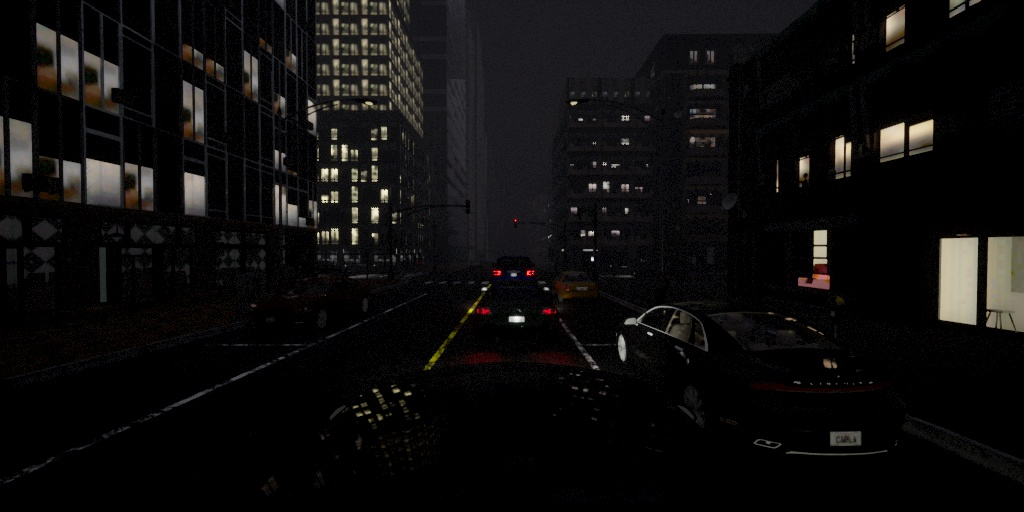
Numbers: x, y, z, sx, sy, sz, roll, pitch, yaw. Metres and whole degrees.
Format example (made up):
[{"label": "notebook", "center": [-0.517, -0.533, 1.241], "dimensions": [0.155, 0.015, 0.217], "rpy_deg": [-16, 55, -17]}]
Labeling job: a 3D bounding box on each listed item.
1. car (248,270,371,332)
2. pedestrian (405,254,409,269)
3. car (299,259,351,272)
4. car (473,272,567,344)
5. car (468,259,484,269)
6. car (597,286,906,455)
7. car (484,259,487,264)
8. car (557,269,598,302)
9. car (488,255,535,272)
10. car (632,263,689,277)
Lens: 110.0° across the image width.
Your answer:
[{"label": "car", "center": [-5.825, 1.292, 10.897], "dimensions": [1.888, 1.381, 4.507], "rpy_deg": [0, 0, 0]}, {"label": "pedestrian", "center": [-12.562, 0.670, 42.954], "dimensions": [0.375, 1.860, 0.375], "rpy_deg": [0, 0, 1]}, {"label": "car", "center": [-17.869, 1.154, 34.291], "dimensions": [4.674, 1.442, 1.812], "rpy_deg": [1, 1, 2]}, {"label": "car", "center": [0.095, 1.312, 9.621], "dimensions": [1.994, 1.385, 4.181], "rpy_deg": [0, 0, 0]}, {"label": "car", "center": [-5.709, 1.264, 54.269], "dimensions": [1.751, 1.417, 4.829], "rpy_deg": [0, 0, 0]}, {"label": "car", "center": [2.817, 1.299, 5.198], "dimensions": [2.007, 1.370, 4.403], "rpy_deg": [0, 0, 0]}, {"label": "car", "center": [-5.711, 1.304, 60.093], "dimensions": [1.948, 1.339, 4.313], "rpy_deg": [0, 0, 0]}, {"label": "car", "center": [2.813, 1.271, 16.657], "dimensions": [1.751, 1.417, 4.829], "rpy_deg": [0, 0, 0]}, {"label": "car", "center": [0.087, 0.967, 19.429], "dimensions": [2.150, 2.045, 5.566], "rpy_deg": [0, 0, 0]}, {"label": "car", "center": [15.342, 1.405, 37.044], "dimensions": [5.357, 1.411, 2.033], "rpy_deg": [0, 1, 1]}]
